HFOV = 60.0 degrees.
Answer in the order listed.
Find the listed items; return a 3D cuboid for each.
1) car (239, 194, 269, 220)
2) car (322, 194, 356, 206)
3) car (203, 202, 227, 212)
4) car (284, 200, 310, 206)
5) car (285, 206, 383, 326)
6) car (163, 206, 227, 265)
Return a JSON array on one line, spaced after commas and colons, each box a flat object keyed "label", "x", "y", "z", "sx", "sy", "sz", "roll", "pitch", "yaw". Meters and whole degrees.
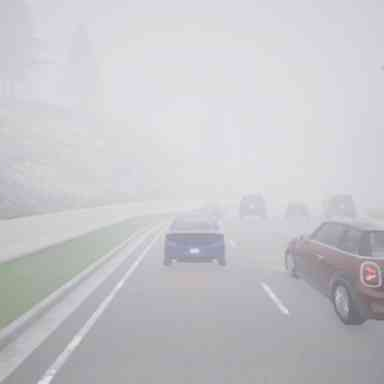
[{"label": "car", "x": 5.328, "y": 1.224, "z": 28.542, "sx": 2.150, "sy": 2.045, "sz": 5.566, "roll": 0, "pitch": 0, "yaw": 14}, {"label": "car", "x": 12.519, "y": 1.225, "z": 28.472, "sx": 2.150, "sy": 2.045, "sz": 5.566, "roll": 0, "pitch": 0, "yaw": 17}, {"label": "car", "x": 1.942, "y": 1.566, "z": 29.904, "sx": 1.994, "sy": 1.385, "sz": 4.181, "roll": 0, "pitch": 0, "yaw": 15}, {"label": "car", "x": 9.246, "y": 1.508, "z": 29.360, "sx": 1.837, "sy": 1.490, "sz": 4.892, "roll": -1, "pitch": 0, "yaw": 16}, {"label": "car", "x": 3.573, "y": 1.352, "z": 7.235, "sx": 2.097, "sy": 1.767, "sz": 4.553, "roll": 0, "pitch": 0, "yaw": 0}, {"label": "car", "x": 0.090, "y": 1.478, "z": 11.738, "sx": 1.882, "sy": 1.535, "sz": 5.008, "roll": 0, "pitch": 0, "yaw": 0}]
